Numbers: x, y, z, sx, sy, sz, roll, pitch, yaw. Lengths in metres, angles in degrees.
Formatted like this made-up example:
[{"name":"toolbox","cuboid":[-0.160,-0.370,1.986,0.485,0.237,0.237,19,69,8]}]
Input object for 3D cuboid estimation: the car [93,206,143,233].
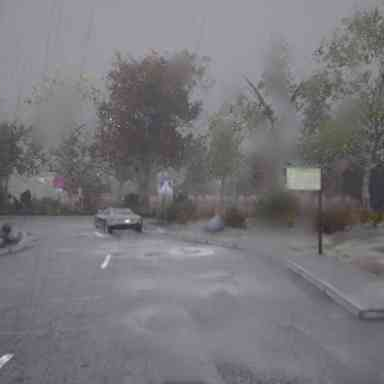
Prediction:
[{"name":"car","cuboid":[-4.429,1.527,19.525,1.994,1.385,4.181,0,0,-29]}]
